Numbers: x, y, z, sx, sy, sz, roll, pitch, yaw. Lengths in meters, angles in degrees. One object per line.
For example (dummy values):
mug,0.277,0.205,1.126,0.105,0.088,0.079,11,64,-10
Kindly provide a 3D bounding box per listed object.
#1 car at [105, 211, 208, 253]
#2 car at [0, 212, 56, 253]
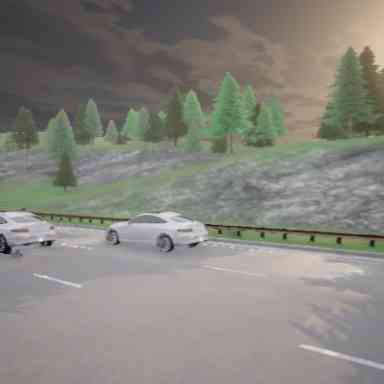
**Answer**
car,-1.536,1.528,13.684,4.674,1.442,1.812,0,0,36
car,-7.453,1.529,13.607,4.674,1.442,1.812,0,0,36
